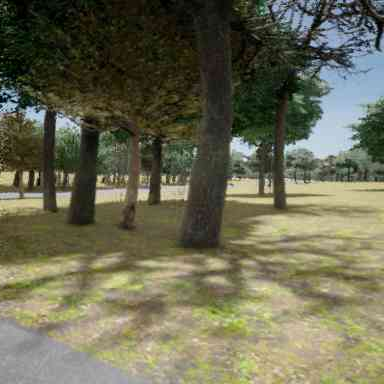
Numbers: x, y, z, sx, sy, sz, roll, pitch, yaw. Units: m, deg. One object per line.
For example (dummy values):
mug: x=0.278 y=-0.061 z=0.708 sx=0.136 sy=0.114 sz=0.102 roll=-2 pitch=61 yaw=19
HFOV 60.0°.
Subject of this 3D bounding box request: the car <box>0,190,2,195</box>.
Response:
car: x=-46.701 y=-0.077 z=77.630 sx=1.994 sy=1.385 sz=4.181 roll=4 pitch=4 yaw=35
